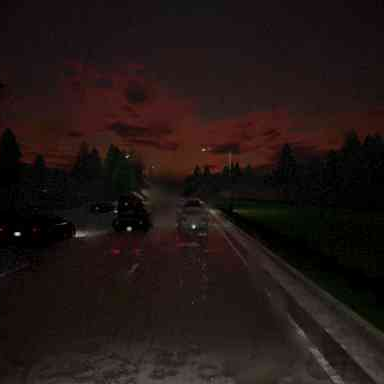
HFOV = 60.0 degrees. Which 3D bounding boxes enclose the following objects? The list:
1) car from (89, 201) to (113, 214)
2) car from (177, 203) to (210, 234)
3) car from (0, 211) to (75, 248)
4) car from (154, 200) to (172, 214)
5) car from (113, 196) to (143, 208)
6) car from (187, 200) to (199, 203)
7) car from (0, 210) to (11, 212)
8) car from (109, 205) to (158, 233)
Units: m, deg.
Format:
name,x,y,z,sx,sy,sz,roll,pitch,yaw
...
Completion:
name,x,y,z,sx,sy,sz,roll,pitch,yaw
car,-10.396,1.764,38.545,1.994,1.385,4.181,0,0,0
car,0.090,1.630,20.091,1.812,1.442,4.674,0,0,0
car,-6.898,1.643,15.161,1.994,1.385,4.181,0,0,0
car,-3.396,1.689,38.120,2.128,1.511,4.902,0,0,0
car,-6.896,1.416,37.515,2.150,2.045,5.566,0,0,0
car,0.104,1.703,38.182,1.837,1.490,4.892,0,0,0
car,-10.398,1.639,17.677,2.033,1.411,5.357,0,0,0
car,-3.398,1.706,20.237,1.895,1.301,4.718,0,0,0
